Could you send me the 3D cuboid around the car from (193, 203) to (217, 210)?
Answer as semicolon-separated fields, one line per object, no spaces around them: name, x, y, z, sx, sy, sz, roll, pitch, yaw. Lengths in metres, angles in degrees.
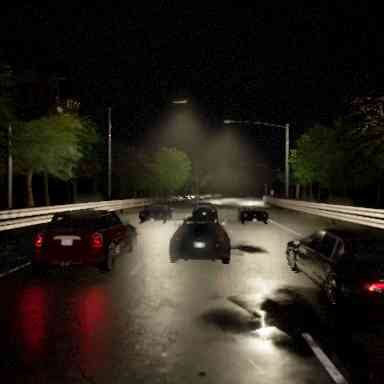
car;1.065;1.569;26.909;1.994;1.385;4.181;0;0;4

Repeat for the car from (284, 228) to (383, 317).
car;3.653;1.552;7.719;2.033;1.411;5.357;0;0;2

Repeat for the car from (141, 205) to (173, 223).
car;-2.587;1.601;25.020;1.895;1.301;4.718;0;0;4

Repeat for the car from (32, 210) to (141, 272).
car;-3.235;1.348;10.926;2.097;1.767;4.553;0;0;2

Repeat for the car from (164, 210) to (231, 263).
car;0.308;1.565;12.017;1.994;1.385;4.181;0;0;2

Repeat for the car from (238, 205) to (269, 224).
car;4.404;1.610;24.662;1.895;1.301;4.718;0;0;4
